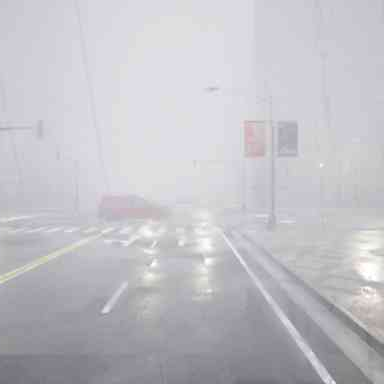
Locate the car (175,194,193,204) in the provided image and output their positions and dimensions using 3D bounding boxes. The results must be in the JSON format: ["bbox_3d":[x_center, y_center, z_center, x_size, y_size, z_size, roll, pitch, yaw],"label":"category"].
[{"bbox_3d":[-1.760,1.514,62.858,2.033,1.411,5.357,0,0,10],"label":"car"}]

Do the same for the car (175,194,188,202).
[{"bbox_3d":[-2.470,1.322,78.654,2.097,1.767,4.553,0,0,9],"label":"car"}]

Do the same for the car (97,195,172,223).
[{"bbox_3d":[-4.270,1.262,24.960,5.566,2.045,2.150,0,0,0],"label":"car"}]

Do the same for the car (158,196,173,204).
[{"bbox_3d":[-4.976,1.492,63.344,1.812,1.442,4.674,0,0,10],"label":"car"}]

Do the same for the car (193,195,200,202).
[{"bbox_3d":[0.740,1.445,78.142,1.882,1.535,5.008,0,0,9],"label":"car"}]
